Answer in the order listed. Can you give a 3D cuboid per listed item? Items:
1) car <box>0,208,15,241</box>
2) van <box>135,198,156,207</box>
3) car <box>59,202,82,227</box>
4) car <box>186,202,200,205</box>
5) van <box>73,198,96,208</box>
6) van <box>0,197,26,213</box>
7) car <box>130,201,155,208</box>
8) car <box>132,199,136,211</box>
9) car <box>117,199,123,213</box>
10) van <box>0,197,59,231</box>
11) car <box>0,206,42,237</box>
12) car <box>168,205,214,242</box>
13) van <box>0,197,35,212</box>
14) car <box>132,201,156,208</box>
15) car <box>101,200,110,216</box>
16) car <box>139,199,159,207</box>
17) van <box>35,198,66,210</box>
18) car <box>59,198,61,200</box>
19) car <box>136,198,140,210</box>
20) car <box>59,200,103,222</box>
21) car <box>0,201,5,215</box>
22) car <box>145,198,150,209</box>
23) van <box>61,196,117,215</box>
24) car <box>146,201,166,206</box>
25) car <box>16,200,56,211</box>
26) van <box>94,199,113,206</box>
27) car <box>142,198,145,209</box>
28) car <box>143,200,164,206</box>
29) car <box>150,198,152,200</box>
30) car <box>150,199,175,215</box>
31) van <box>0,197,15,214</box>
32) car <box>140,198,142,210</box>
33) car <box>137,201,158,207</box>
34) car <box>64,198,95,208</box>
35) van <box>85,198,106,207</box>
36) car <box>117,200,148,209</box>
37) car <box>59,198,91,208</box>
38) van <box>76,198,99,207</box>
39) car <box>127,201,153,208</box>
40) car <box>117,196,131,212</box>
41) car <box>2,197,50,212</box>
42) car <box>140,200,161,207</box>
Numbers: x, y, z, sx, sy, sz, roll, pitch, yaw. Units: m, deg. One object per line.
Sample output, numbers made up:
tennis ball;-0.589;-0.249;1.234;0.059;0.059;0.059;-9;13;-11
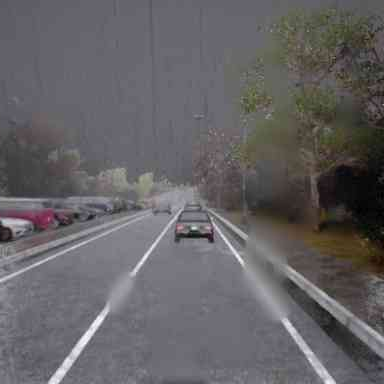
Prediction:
car;-10.361;1.559;13.704;4.792;1.488;2.163;0;0;0
van;-10.434;2.429;74.753;4.442;1.987;1.878;0;-1;0
car;-10.335;1.601;22.032;5.008;1.535;2.097;0;0;0
car;0.086;1.800;37.087;2.128;1.511;4.902;0;-1;0
van;-23.281;2.362;72.060;4.442;1.987;1.878;0;-1;0
van;-23.521;1.608;41.597;4.442;1.987;1.878;0;-1;0
car;-10.289;2.546;69.197;4.792;1.488;2.163;0;-1;0
car;-10.327;1.938;44.218;4.674;1.452;2.002;0;-1;0
car;-10.356;1.752;35.918;4.792;1.488;2.163;0;-1;0
van;-10.447;1.352;19.258;4.442;1.987;1.878;0;0;0
car;-10.334;1.593;16.479;4.674;1.452;2.002;0;0;0
car;0.095;1.616;16.736;2.033;1.411;5.357;0;0;0
van;-23.521;1.673;44.241;4.442;1.987;1.878;0;-1;0
car;-10.289;2.615;71.972;4.792;1.488;2.163;0;-1;0
car;-10.331;1.714;30.360;4.674;1.452;2.002;0;-1;0
car;-10.347;2.669;80.299;4.553;1.767;2.185;0;-2;0
van;-23.518;1.947;55.318;4.442;1.987;1.878;0;-1;0
car;-23.400;2.148;52.668;4.674;1.452;2.002;0;-1;0
car;-10.318;1.967;46.994;5.008;1.535;2.097;0;-1;0
car;-10.299;1.679;27.583;4.792;1.488;2.163;0;-1;0
car;-23.411;1.723;36.072;5.008;1.535;2.097;0;0;0
car;-10.136;2.170;55.321;5.366;1.575;1.946;0;-1;0
van;-10.211;1.472;33.138;4.442;1.987;1.878;0;-1;0
car;-10.127;3.217;94.163;5.366;1.575;1.946;0;-2;0
car;-23.397;2.039;49.899;5.008;1.535;2.097;0;-1;0
van;-23.510;2.809;88.544;4.442;1.987;1.878;0;-2;0
car;-10.291;1.979;52.548;4.553;1.767;2.185;0;-1;0
car;-10.128;3.030;88.492;5.366;1.575;1.946;0;-2;0
car;-10.327;2.312;60.871;4.892;1.521;2.231;0;-1;0
car;-3.356;1.830;38.091;1.837;1.490;4.892;0;-1;0
van;-23.289;1.536;38.695;4.442;1.987;1.878;0;-1;0
car;-10.292;1.910;49.773;4.553;1.767;2.185;0;-1;0
car;-10.346;2.753;77.523;4.792;1.488;2.163;0;-1;0
car;-23.370;2.268;69.292;5.566;2.045;2.435;0;-1;0
van;-23.287;2.571;80.384;4.442;1.987;1.878;0;-2;0
car;-10.315;2.243;58.096;4.892;1.521;2.231;0;-1;0
car;-23.371;2.199;66.523;5.566;2.045;2.435;0;-1;0
van;-23.513;2.430;74.829;4.442;1.987;1.878;0;-1;0
car;-10.290;2.478;66.421;4.792;1.488;2.163;0;-1;0
car;-10.354;1.510;38.675;5.566;2.045;2.435;0;-1;0
car;-23.375;1.716;47.011;5.566;2.045;2.435;0;-1;0
car;-10.309;2.870;83.074;4.892;1.521;2.231;0;-2;0
